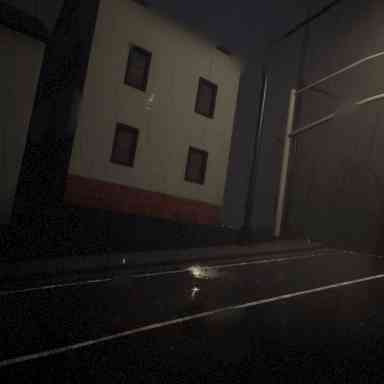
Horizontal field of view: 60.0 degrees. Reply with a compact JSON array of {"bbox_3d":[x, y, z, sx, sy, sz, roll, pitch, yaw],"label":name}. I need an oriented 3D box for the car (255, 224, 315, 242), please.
[{"bbox_3d":[8.043,3.579,29.277,2.033,1.411,5.357,12,-7,-35],"label":"car"}]

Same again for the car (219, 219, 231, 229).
[{"bbox_3d":[2.377,3.566,37.293,1.837,1.490,4.892,13,-7,-35],"label":"car"}]
